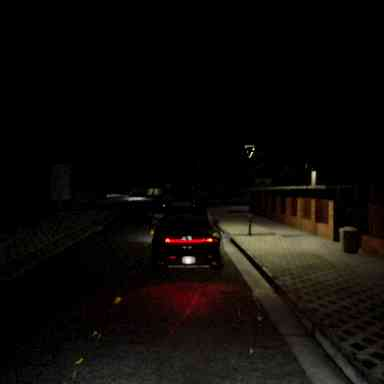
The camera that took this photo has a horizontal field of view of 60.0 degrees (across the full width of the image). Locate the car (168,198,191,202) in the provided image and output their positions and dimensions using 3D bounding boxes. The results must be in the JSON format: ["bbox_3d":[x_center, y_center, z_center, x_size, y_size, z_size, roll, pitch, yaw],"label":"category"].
[{"bbox_3d":[-0.737,1.081,19.974,2.033,1.411,5.357,0,1,-4],"label":"car"}]

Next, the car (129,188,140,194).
[{"bbox_3d":[-15.033,-0.207,86.816,2.128,1.511,4.902,-1,1,-20],"label":"car"}]

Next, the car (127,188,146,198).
[{"bbox_3d":[-10.352,0.255,61.551,2.128,1.511,4.902,0,1,-13],"label":"car"}]

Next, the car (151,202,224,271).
[{"bbox_3d":[-0.169,1.265,10.057,1.837,1.490,4.892,0,1,-2],"label":"car"}]

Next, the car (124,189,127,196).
[{"bbox_3d":[-14.421,0.078,76.313,1.812,1.442,4.674,-1,1,-17],"label":"car"}]
